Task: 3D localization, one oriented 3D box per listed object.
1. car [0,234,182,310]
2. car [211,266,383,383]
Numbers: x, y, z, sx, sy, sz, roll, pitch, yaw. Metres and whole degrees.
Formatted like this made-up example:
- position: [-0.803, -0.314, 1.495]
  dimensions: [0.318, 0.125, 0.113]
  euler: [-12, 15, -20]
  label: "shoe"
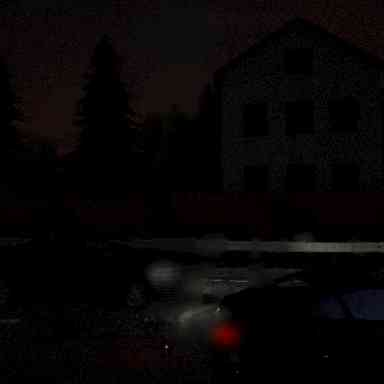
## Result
- position: [-2.750, 1.794, 8.109]
  dimensions: [5.008, 1.535, 1.882]
  euler: [-1, -2, 5]
  label: "car"
- position: [2.331, 1.683, 4.120]
  dimensions: [4.181, 1.385, 1.994]
  euler: [-1, -2, 5]
  label: "car"
